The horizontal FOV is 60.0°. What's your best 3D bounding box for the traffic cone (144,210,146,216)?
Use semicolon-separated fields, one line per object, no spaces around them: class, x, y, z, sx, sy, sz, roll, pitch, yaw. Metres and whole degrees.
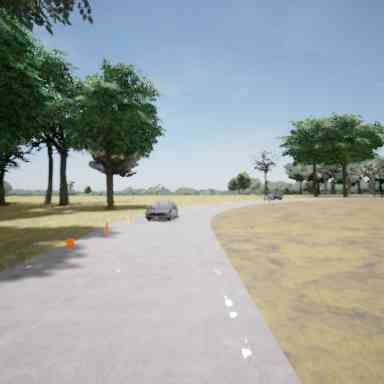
traffic cone;-3.941;1.791;28.414;0.340;0.580;0.340;0;0;8

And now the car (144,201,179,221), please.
car;-2.212;1.395;25.825;2.033;1.411;5.357;0;0;6

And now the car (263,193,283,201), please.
car;15.590;0.945;63.936;4.902;1.511;2.128;-1;0;-44

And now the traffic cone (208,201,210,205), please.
traffic cone;2.418;1.622;48.138;0.340;0.580;0.340;0;0;27
